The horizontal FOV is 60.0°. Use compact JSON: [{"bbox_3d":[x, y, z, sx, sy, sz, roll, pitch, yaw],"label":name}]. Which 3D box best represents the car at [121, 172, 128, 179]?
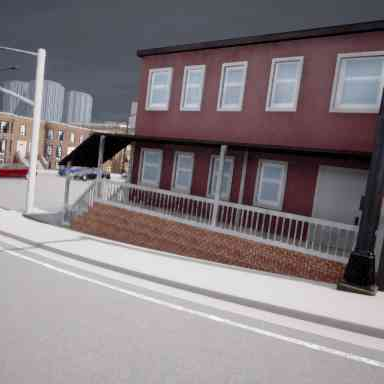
[{"bbox_3d":[-8.438,-2.553,49.945,2.128,1.511,4.902,10,6,36],"label":"car"}]

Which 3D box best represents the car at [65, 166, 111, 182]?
[{"bbox_3d":[-11.856,-2.044,39.321,2.128,1.511,4.902,10,6,35],"label":"car"}]

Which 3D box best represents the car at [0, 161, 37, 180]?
[{"bbox_3d":[-17.371,-2.062,31.670,1.882,1.535,5.008,10,6,35],"label":"car"}]

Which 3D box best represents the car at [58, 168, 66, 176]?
[{"bbox_3d":[-14.313,-2.574,41.831,1.882,1.535,5.008,10,6,36],"label":"car"}]
